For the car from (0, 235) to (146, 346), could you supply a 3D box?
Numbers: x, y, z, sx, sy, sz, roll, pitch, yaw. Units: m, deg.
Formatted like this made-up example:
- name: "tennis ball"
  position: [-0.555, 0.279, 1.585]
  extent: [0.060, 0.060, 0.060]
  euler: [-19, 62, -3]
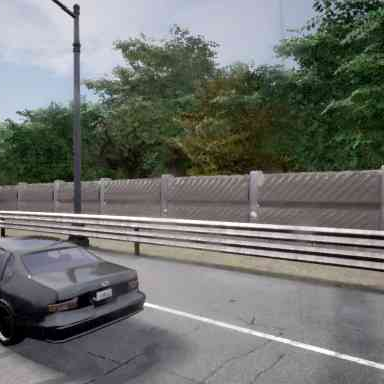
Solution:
- name: "car"
  position: [-3.322, 1.569, 6.376]
  extent: [5.357, 1.411, 2.033]
  euler: [0, 0, 36]
